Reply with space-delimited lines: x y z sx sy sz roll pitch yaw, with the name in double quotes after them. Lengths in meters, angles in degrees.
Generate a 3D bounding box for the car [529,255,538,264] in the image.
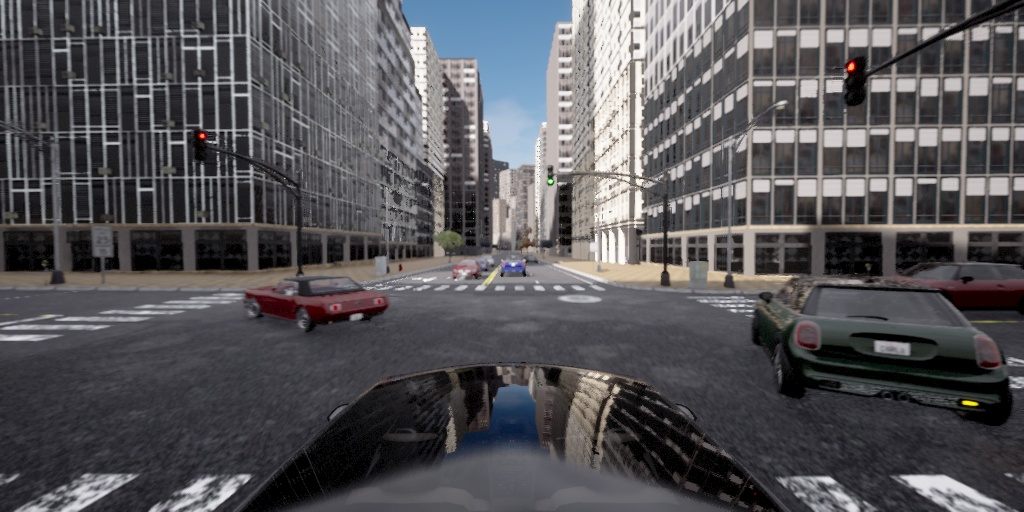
3.276 0.532 59.723 1.994 1.385 4.181 0 1 0 "car"

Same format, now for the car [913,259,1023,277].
14.625 0.986 12.115 4.553 1.767 2.097 0 2 2 "car"

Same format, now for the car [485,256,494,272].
-3.310 0.844 36.890 2.033 1.411 5.357 0 1 0 "car"

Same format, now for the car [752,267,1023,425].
5.610 1.105 6.177 2.097 1.767 4.553 1 1 29 "car"

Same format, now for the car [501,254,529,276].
0.111 0.706 30.990 2.097 1.767 4.553 0 1 0 "car"

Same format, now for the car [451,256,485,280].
-3.320 0.945 27.203 1.812 1.442 4.674 0 1 0 "car"

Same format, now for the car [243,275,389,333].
-5.781 1.213 10.311 4.718 1.301 1.895 1 2 34 "car"
